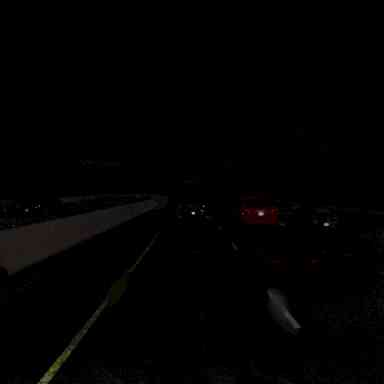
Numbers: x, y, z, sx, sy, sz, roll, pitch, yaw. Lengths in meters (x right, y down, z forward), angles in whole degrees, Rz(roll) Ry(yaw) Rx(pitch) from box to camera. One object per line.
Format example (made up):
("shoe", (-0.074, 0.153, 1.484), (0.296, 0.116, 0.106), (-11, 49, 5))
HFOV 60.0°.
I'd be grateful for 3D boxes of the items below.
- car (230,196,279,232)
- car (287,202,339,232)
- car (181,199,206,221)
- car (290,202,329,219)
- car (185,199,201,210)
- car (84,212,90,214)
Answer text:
("car", (3.598, 1.223, 20.029), (2.150, 2.045, 5.566), (0, 0, 0))
("car", (7.097, 1.527, 19.861), (1.812, 1.442, 4.674), (0, 0, 0))
("car", (0.096, 1.565, 27.041), (1.994, 1.385, 4.181), (0, 0, 0))
("car", (10.598, 1.603, 30.447), (1.895, 1.301, 4.718), (0, 0, 0))
("car", (0.096, 1.603, 43.015), (1.895, 1.301, 4.718), (0, 0, 0))
("car", (-10.598, 1.479, 32.988), (1.882, 1.535, 5.008), (0, 0, 0))
